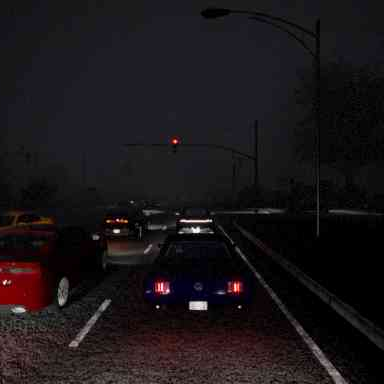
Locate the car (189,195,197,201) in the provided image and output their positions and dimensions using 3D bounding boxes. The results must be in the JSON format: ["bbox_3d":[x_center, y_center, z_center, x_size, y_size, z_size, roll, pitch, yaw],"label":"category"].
[{"bbox_3d":[0.225,1.500,84.631,1.837,1.490,4.892,0,0,0],"label":"car"}]

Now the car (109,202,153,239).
[{"bbox_3d":[-3.356,1.505,17.266,1.837,1.490,4.892,0,0,0],"label":"car"}]

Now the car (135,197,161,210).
[{"bbox_3d":[-5.702,1.601,42.547,1.895,1.301,4.718,0,0,-17],"label":"car"}]

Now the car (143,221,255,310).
[{"bbox_3d":[0.120,1.601,7.741,1.895,1.301,4.718,0,0,0],"label":"car"}]

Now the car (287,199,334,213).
[{"bbox_3d":[12.815,1.491,36.166,4.902,1.511,2.128,0,0,3],"label":"car"}]

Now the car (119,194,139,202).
[{"bbox_3d":[-10.452,1.547,53.376,2.033,1.411,5.357,0,0,0],"label":"car"}]

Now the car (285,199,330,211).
[{"bbox_3d":[13.684,1.526,39.620,4.674,1.442,1.812,0,0,5],"label":"car"}]

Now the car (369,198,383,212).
[{"bbox_3d":[22.235,1.470,35.629,5.008,1.535,1.882,0,0,3],"label":"car"}]

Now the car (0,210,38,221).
[{"bbox_3d":[-7.068,1.477,12.631,1.882,1.535,5.008,0,0,0],"label":"car"}]

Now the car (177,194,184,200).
[{"bbox_3d":[-3.207,1.328,95.035,1.882,1.535,5.008,0,0,1],"label":"car"}]

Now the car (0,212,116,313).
[{"bbox_3d":[-3.381,1.478,7.768,1.882,1.535,5.008,0,0,0],"label":"car"}]

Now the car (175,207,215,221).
[{"bbox_3d":[0.154,1.491,17.003,2.128,1.511,4.902,0,0,-1],"label":"car"}]

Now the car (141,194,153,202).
[{"bbox_3d":[-10.300,1.355,76.594,2.097,1.767,4.553,0,0,0],"label":"car"}]

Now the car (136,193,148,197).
[{"bbox_3d":[-10.349,1.224,65.954,2.150,2.045,5.566,0,0,1],"label":"car"}]

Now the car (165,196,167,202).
[{"bbox_3d":[-6.805,1.355,74.564,2.097,1.767,4.553,0,0,0],"label":"car"}]

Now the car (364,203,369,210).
[{"bbox_3d":[22.860,1.484,39.100,4.902,1.511,2.128,0,0,3],"label":"car"}]

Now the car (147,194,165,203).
[{"bbox_3d":[-6.880,1.547,64.116,2.033,1.411,5.357,0,0,1],"label":"car"}]

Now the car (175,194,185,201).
[{"bbox_3d":[-3.275,1.532,84.626,2.033,1.411,5.357,0,0,0],"label":"car"}]
